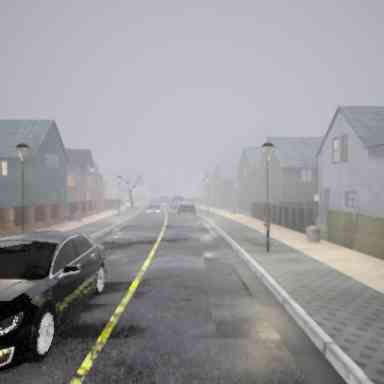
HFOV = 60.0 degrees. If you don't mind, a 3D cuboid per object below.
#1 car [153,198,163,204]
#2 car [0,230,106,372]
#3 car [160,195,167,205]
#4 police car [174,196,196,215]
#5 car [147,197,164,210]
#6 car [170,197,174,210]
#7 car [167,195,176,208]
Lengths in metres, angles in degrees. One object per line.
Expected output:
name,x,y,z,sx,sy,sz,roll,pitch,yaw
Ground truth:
car,-8.669,2.295,84.866,1.895,1.301,4.718,0,-1,-12
car,-2.899,1.528,5.977,1.837,1.490,4.892,0,0,-1
car,-6.036,1.727,71.393,2.150,2.045,5.566,0,-1,-11
police car,-0.694,1.634,37.483,1.930,1.638,5.238,0,-1,-5
car,-5.582,1.895,49.019,2.033,1.411,5.357,0,-1,-6
car,-1.698,1.836,47.387,1.812,1.442,4.674,0,-1,-7
car,-2.438,1.603,53.413,2.150,2.045,5.566,0,-1,-7
